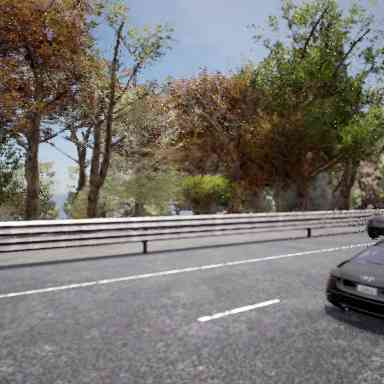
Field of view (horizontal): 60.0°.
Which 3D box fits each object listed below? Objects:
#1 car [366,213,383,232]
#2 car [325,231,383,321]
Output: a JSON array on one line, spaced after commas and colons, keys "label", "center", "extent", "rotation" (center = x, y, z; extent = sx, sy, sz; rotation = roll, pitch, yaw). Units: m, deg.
[{"label": "car", "center": [9.371, 1.449, 14.210], "extent": [4.181, 1.385, 1.994], "rotation": [6, 2, -34]}, {"label": "car", "center": [4.655, 1.671, 6.818], "extent": [4.181, 1.385, 1.994], "rotation": [1, -1, -34]}]
